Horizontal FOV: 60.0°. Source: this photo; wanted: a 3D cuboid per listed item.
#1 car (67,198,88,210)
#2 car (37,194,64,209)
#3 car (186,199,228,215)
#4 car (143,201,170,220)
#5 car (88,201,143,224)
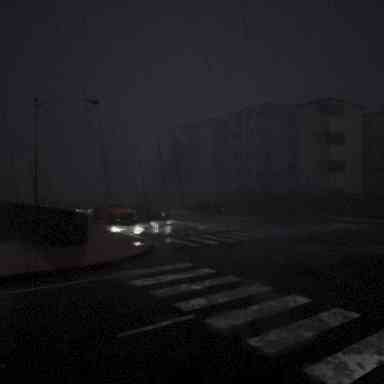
[{"bbox_3d":[-14.912,1.517,43.521,1.812,1.442,4.674,0,0,-36],"label":"car"},{"bbox_3d":[-17.810,1.215,41.608,2.150,2.045,5.566,0,0,-36],"label":"car"},{"bbox_3d":[1.408,1.471,33.302,1.882,1.535,5.008,1,-1,-37],"label":"car"},{"bbox_3d":[-3.634,1.482,27.781,2.128,1.511,4.902,0,0,-35],"label":"car"},{"bbox_3d":[-5.819,1.471,24.817,1.882,1.535,5.008,0,0,-35],"label":"car"}]
